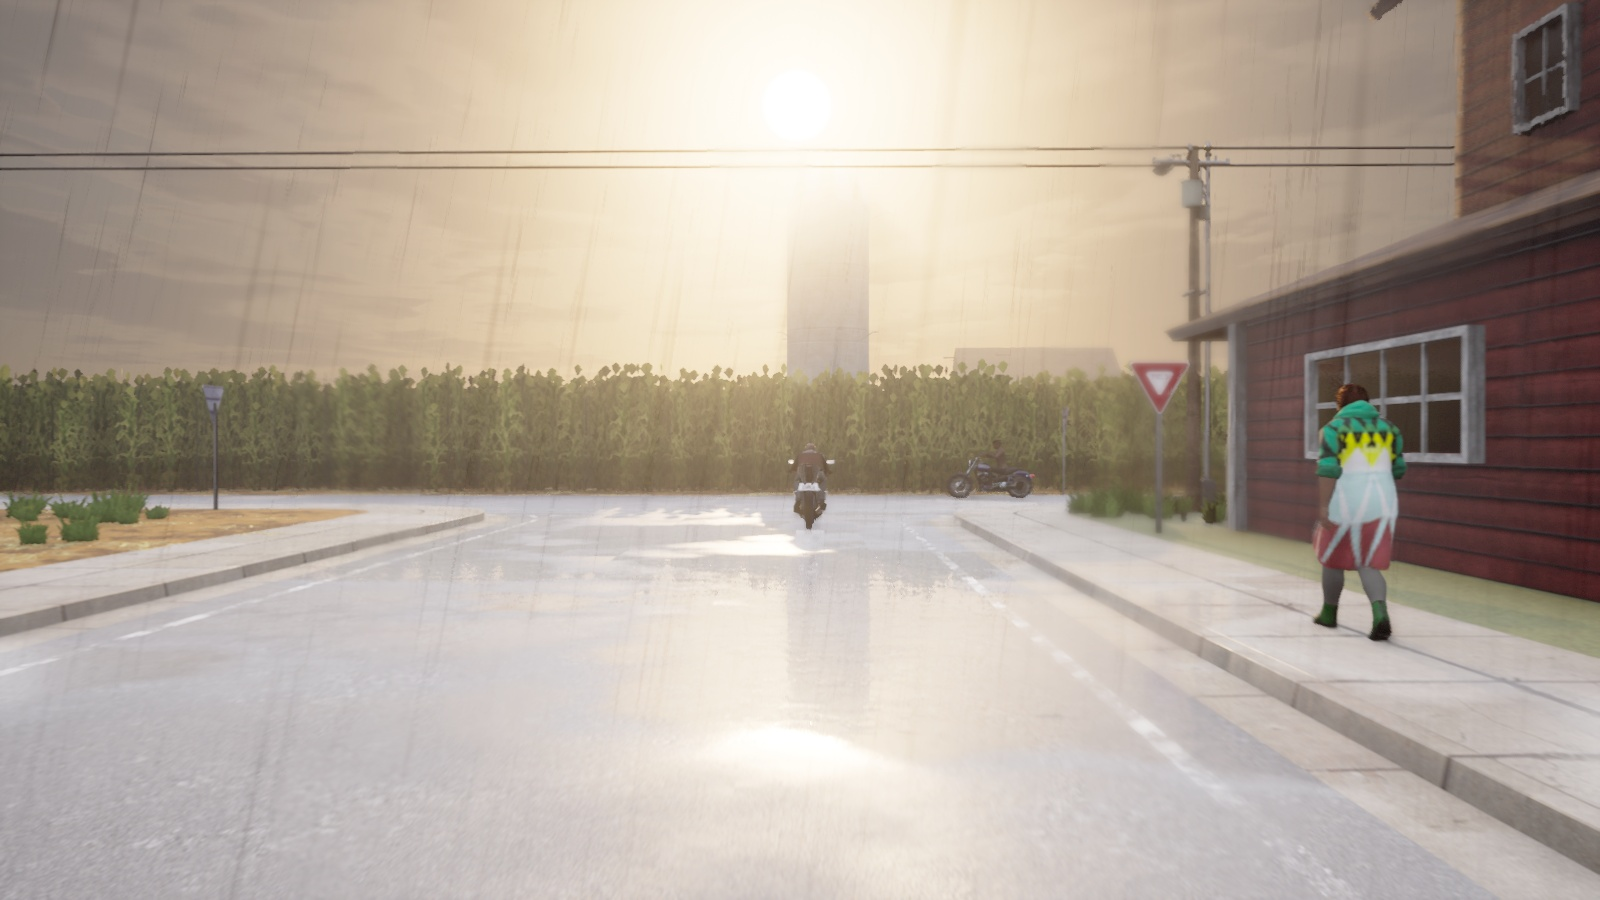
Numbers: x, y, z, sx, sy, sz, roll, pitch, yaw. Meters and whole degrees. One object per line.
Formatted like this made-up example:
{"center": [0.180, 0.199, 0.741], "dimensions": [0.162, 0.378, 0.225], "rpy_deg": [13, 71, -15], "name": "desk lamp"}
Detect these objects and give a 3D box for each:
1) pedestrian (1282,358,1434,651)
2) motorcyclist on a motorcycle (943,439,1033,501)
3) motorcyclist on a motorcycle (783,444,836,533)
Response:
{"center": [3.882, 0.362, 8.791], "dimensions": [0.659, 1.952, 0.873], "rpy_deg": [0, 0, -1], "name": "pedestrian"}
{"center": [5.080, 0.534, 34.065], "dimensions": [2.350, 1.649, 0.766], "rpy_deg": [0, 0, 1], "name": "motorcyclist on a motorcycle"}
{"center": [0.190, 0.654, 22.673], "dimensions": [0.866, 1.530, 2.191], "rpy_deg": [0, 0, 2], "name": "motorcyclist on a motorcycle"}
